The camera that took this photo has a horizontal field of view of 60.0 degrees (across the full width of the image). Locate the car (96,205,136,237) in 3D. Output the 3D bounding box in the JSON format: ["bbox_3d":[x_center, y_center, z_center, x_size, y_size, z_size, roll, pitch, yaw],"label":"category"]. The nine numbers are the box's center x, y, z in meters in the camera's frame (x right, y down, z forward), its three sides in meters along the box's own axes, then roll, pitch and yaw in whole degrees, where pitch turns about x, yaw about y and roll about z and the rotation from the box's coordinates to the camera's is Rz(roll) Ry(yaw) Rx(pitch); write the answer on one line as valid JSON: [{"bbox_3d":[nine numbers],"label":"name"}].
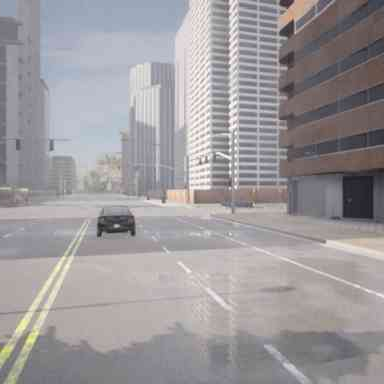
[{"bbox_3d":[-4.150,1.447,18.047,1.882,1.535,5.008,0,0,-14],"label":"car"}]

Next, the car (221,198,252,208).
[{"bbox_3d":[6.098,1.487,45.630,4.181,1.385,1.994,0,0,-15],"label":"car"}]
